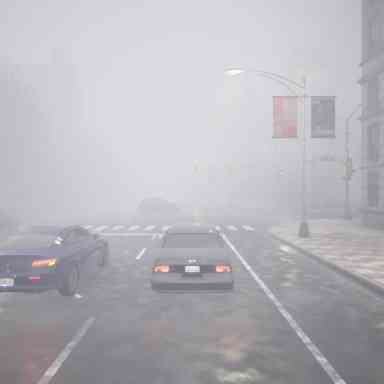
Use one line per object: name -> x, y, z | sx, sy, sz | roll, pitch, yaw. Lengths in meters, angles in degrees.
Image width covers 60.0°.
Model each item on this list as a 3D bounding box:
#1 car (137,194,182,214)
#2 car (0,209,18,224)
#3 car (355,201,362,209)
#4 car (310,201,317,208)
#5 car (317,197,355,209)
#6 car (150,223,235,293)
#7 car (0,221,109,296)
car -> -3.332, 1.352, 34.453 | 4.553, 1.767, 2.097 | 0, 0, 0
car -> -10.839, 1.564, 17.390 | 1.994, 1.385, 4.181 | 0, 0, -4
car -> 19.819, 1.564, 34.554 | 4.181, 1.385, 1.994 | 0, 0, 0
car -> 19.011, 1.505, 46.242 | 4.892, 1.490, 1.837 | 0, 0, 0
car -> 19.033, 1.526, 42.749 | 4.674, 1.442, 1.812 | 0, 0, 0
car -> 0.002, 1.547, 8.986 | 2.033, 1.411, 5.357 | 0, 0, 0
car -> -3.496, 1.526, 8.536 | 1.812, 1.442, 4.674 | 0, 0, 0
